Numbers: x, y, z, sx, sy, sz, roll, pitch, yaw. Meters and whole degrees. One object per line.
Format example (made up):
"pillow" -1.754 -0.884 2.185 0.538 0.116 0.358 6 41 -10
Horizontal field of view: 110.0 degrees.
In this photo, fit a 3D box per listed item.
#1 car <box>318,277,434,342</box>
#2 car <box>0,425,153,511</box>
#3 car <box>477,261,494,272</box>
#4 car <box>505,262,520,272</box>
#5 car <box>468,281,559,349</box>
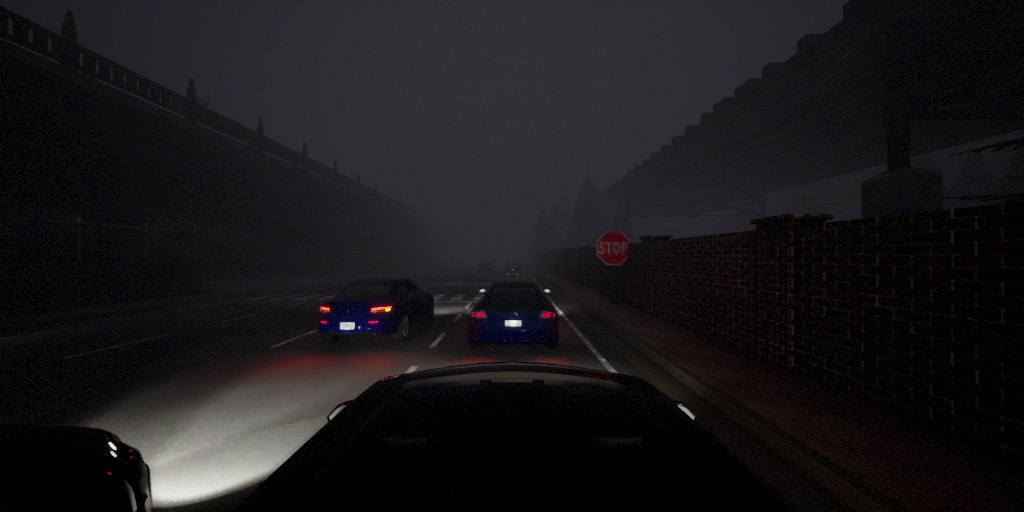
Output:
"car" -3.413 1.283 9.721 1.812 1.442 4.674 0 0 0
"car" -3.398 1.313 0.625 1.994 1.385 4.181 0 0 0
"car" -3.403 1.336 45.854 2.033 1.411 5.357 0 0 -1
"car" 0.092 1.390 46.018 1.895 1.301 4.718 0 0 -1
"car" 0.068 1.321 9.199 1.994 1.385 4.181 0 0 1
